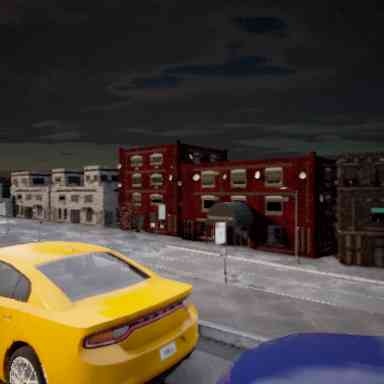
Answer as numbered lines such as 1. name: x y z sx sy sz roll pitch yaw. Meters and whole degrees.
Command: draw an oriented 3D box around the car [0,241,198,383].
1. car: -2.274 1.478 4.835 5.008 1.535 2.097 0 0 35
